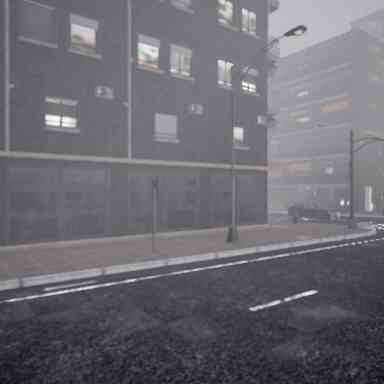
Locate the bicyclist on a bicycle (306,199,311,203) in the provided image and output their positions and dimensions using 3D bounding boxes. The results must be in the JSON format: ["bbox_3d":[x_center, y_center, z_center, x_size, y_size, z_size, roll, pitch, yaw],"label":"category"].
[{"bbox_3d":[14.083,1.639,40.160,1.656,1.620,0.582,0,0,-36],"label":"bicyclist on a bicycle"}]

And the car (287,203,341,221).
[{"bbox_3d":[10.853,1.762,29.831,2.128,1.511,4.902,0,-1,-37],"label":"car"}]
